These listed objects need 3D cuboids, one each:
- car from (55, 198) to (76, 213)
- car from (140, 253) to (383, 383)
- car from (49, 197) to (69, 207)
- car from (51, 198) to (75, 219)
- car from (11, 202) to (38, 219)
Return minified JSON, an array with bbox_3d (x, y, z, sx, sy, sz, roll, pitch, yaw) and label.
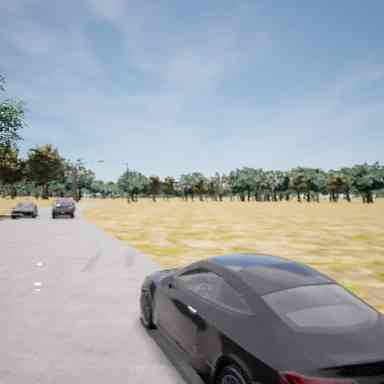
[{"bbox_3d":[-15.587,1.618,41.151,1.882,1.535,5.008,0,0,-16],"label":"car"},{"bbox_3d":[0.671,1.575,4.544,1.812,1.442,4.674,1,0,-24],"label":"car"},{"bbox_3d":[-22.001,1.698,55.310,2.128,1.511,4.902,-1,0,-10],"label":"car"},{"bbox_3d":[-12.070,1.605,31.140,2.128,1.511,4.902,0,0,-21],"label":"car"},{"bbox_3d":[-15.600,1.668,31.268,2.033,1.411,5.357,0,0,-21],"label":"car"}]
